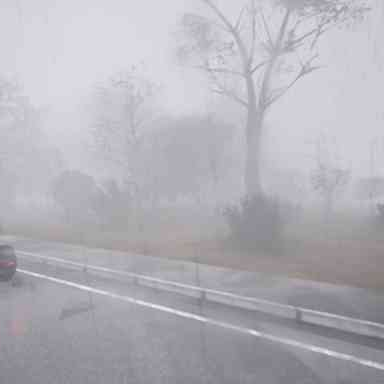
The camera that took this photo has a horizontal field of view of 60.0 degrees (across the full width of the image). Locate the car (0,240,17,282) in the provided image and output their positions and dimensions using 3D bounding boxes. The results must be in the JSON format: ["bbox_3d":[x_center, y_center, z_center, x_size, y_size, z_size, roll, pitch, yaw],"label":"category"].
[{"bbox_3d":[-6.260,1.527,8.457,4.674,1.442,1.812,0,0,35],"label":"car"}]
